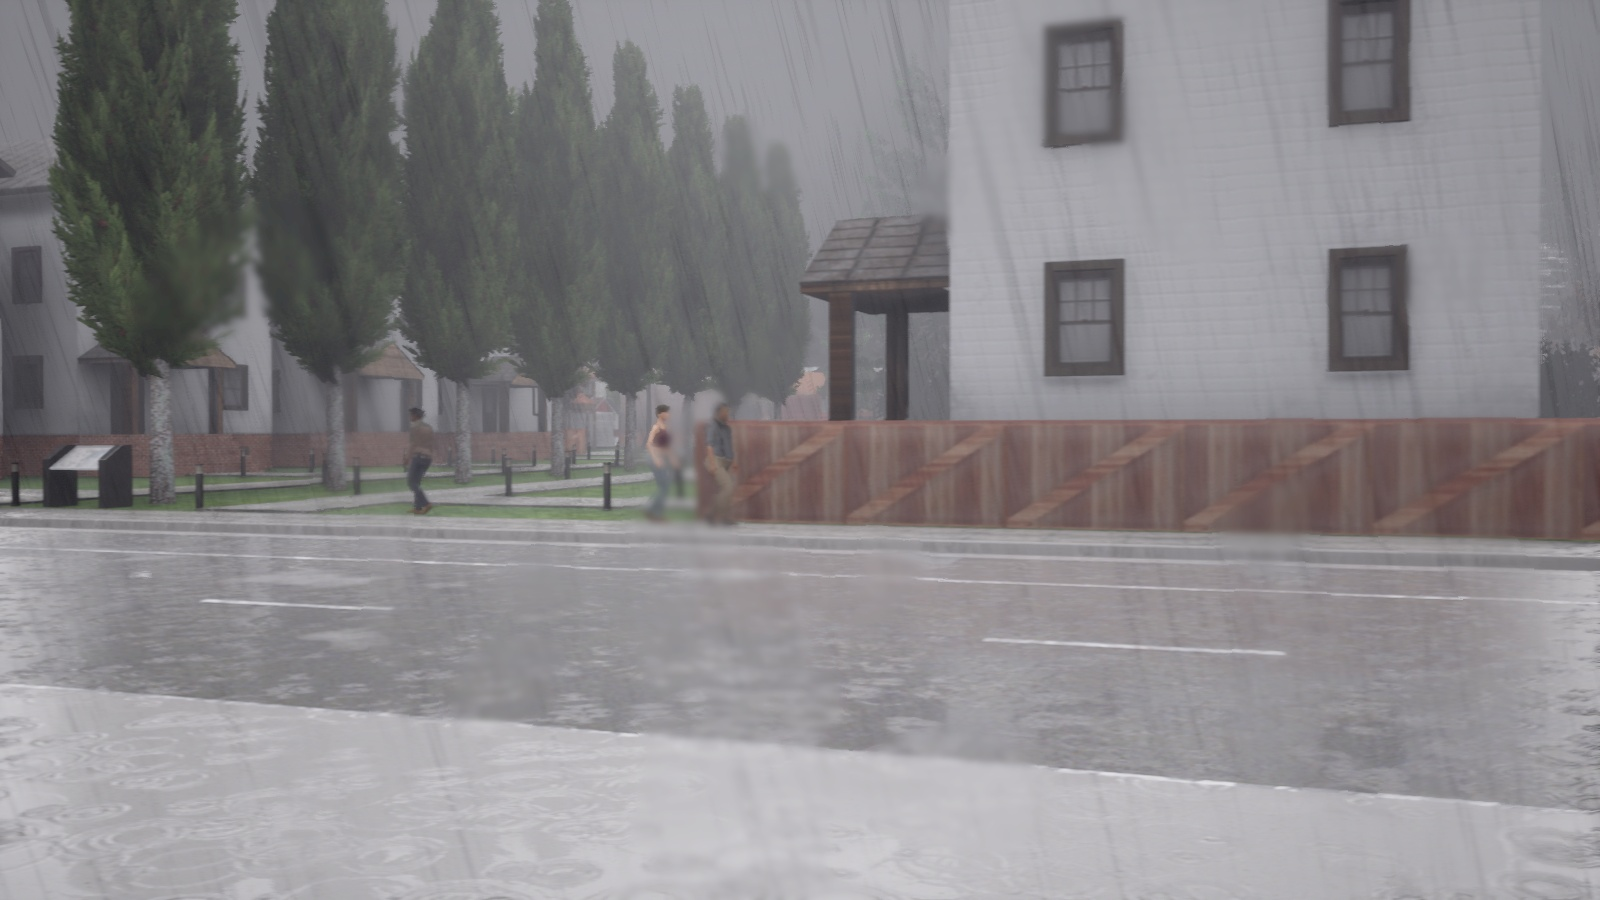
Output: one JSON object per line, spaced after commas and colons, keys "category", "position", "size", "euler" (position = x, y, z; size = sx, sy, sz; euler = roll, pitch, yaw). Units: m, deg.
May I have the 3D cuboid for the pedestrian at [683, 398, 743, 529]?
{"category": "pedestrian", "position": [-1.254, 0.186, 18.155], "size": [0.694, 1.848, 0.540], "euler": [1, 1, 24]}

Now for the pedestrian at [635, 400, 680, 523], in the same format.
{"category": "pedestrian", "position": [-2.158, 0.168, 19.050], "size": [0.594, 1.836, 0.345], "euler": [1, 1, 19]}

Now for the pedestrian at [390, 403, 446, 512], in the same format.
{"category": "pedestrian", "position": [-6.429, 0.120, 21.150], "size": [0.869, 1.805, 0.328], "euler": [1, 1, 19]}
